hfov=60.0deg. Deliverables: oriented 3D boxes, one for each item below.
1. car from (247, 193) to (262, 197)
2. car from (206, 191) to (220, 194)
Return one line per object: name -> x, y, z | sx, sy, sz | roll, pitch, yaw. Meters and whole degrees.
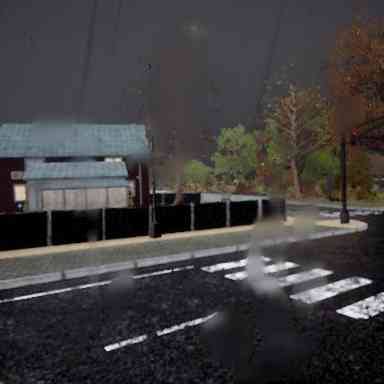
car -> 7.301, 0.883, 38.342 | 1.994, 1.385, 4.181 | -3, 1, -15
car -> 3.366, 0.585, 53.436 | 2.128, 1.511, 4.902 | -3, 1, -14
